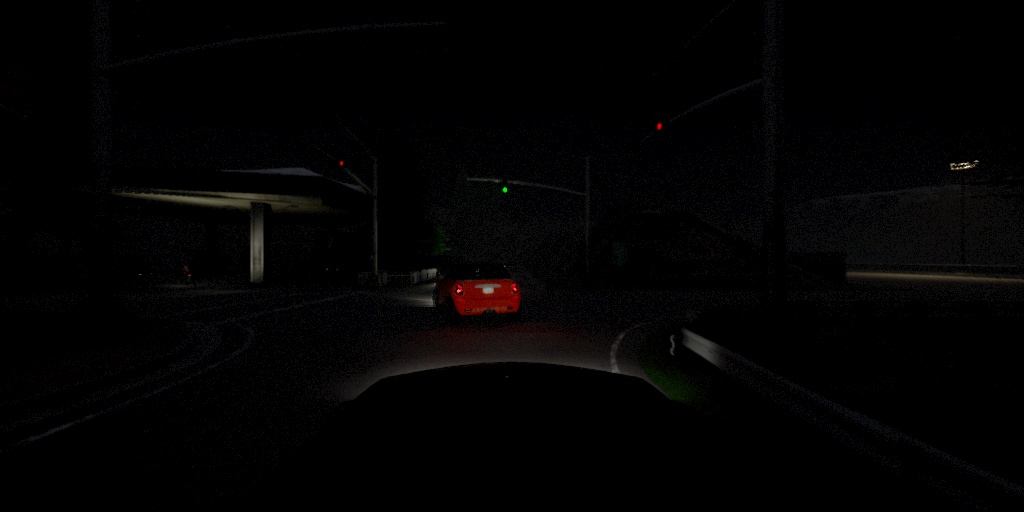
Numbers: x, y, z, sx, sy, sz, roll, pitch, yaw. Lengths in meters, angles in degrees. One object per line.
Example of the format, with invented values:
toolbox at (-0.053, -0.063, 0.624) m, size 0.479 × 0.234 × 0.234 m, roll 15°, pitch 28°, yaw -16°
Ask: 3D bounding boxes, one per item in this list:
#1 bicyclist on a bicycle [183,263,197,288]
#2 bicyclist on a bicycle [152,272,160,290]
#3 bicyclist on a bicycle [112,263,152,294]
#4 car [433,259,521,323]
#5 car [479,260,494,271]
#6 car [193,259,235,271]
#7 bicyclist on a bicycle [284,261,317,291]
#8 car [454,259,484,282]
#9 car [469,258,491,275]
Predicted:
bicyclist on a bicycle at (-20.586, 1.239, 22.835) m, size 1.656 × 1.620 × 0.582 m, roll -1°, pitch 0°, yaw 39°
bicyclist on a bicycle at (-21.318, 1.227, 20.853) m, size 0.582 × 1.620 × 1.656 m, roll 0°, pitch -1°, yaw 2°
bicyclist on a bicycle at (-20.568, 1.188, 19.105) m, size 1.656 × 1.620 × 0.582 m, roll 1°, pitch -1°, yaw -30°
car at (-1.313, 0.993, 11.914) m, size 2.097 × 1.767 × 4.553 m, roll 0°, pitch -1°, yaw -18°
car at (-3.571, 1.359, 50.931) m, size 1.812 × 1.442 × 4.674 m, roll 0°, pitch 0°, yaw 0°
car at (-37.404, 1.387, 44.640) m, size 1.994 × 1.385 × 4.181 m, roll 0°, pitch 0°, yaw 0°
bicyclist on a bicycle at (-11.770, 1.128, 20.020) m, size 1.656 × 1.620 × 0.582 m, roll 1°, pitch -3°, yaw -19°
car at (-3.592, 1.151, 30.802) m, size 2.097 × 1.767 × 4.553 m, roll 0°, pitch 0°, yaw 0°
car at (-3.590, 1.168, 40.846) m, size 2.097 × 1.767 × 4.553 m, roll 0°, pitch 0°, yaw 0°
